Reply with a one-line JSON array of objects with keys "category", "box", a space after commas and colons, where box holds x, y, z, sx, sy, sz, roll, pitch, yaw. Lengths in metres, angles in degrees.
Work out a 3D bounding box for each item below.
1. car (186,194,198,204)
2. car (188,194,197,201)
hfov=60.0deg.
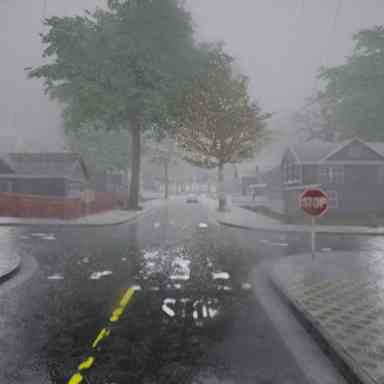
[{"category": "car", "box": [0.003, 1.343, 59.405, 1.994, 1.385, 4.181, 0, 0, 0]}, {"category": "car", "box": [0.004, 1.112, 69.411, 1.812, 1.442, 4.674, 0, 0, 0]}]
